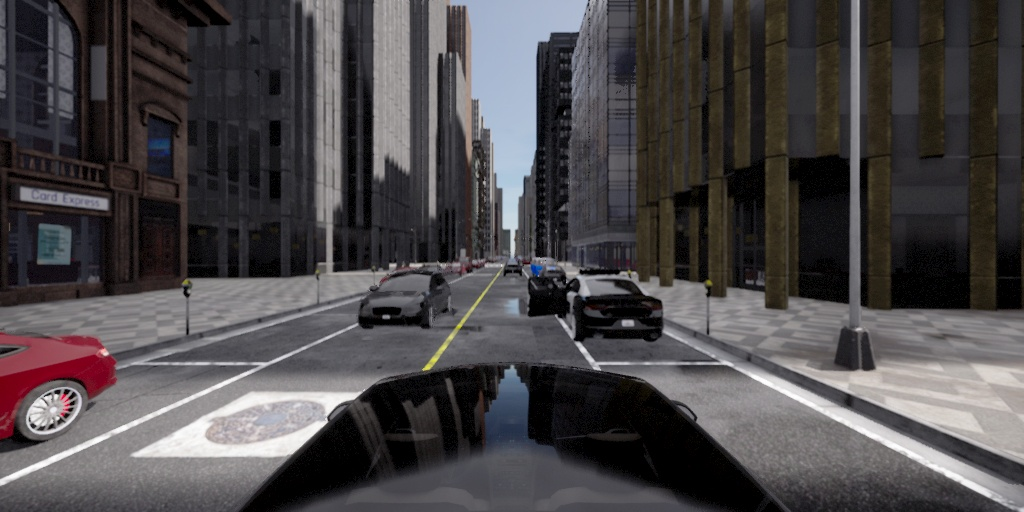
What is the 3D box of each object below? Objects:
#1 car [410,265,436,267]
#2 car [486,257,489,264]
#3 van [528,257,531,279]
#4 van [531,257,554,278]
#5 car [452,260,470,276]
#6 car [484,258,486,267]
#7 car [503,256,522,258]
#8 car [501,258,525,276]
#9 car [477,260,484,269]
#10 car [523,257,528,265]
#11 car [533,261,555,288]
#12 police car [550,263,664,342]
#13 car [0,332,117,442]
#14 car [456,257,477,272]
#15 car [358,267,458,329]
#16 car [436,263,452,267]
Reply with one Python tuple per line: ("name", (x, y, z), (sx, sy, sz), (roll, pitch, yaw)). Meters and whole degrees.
("car", (-5.748, 1.277, 19.592), (1.888, 1.381, 4.507), (0, 0, 0))
("car", (-5.711, 1.279, 64.538), (1.802, 1.307, 4.207), (0, 0, 0))
("van", (2.791, 1.058, 36.457), (1.690, 1.789, 3.998), (0, 0, 0))
("van", (2.787, 1.062, 30.839), (1.690, 1.789, 3.998), (0, 0, 0))
("car", (-5.734, 1.299, 36.447), (1.802, 1.307, 4.207), (0, 0, 0))
("car", (-5.715, 1.283, 58.920), (1.802, 1.307, 4.207), (0, 0, 0))
("car", (0.085, 1.184, 50.134), (1.882, 1.535, 5.008), (0, 0, 1))
("car", (0.093, 1.223, 36.337), (1.837, 1.490, 4.892), (0, 0, 0))
("car", (-5.720, 1.250, 53.302), (1.888, 1.381, 4.507), (0, 0, 0))
("car", (2.814, 1.012, 64.551), (2.192, 1.841, 5.009), (0, 0, 0))
("car", (2.782, 1.277, 25.220), (2.007, 1.370, 4.403), (0, 0, 0))
("police car", (2.374, 1.166, 9.914), (1.930, 1.638, 5.238), (0, 0, 0))
("car", (-5.761, 1.331, 2.737), (1.802, 1.307, 4.207), (0, 0, 0))
("car", (-5.729, 1.027, 42.065), (2.192, 1.841, 5.009), (0, 0, 0))
("car", (-3.092, 1.245, 11.248), (1.837, 1.490, 4.892), (0, 0, 0))
("car", (-5.743, 1.292, 25.210), (1.948, 1.339, 4.313), (0, 0, 0))
